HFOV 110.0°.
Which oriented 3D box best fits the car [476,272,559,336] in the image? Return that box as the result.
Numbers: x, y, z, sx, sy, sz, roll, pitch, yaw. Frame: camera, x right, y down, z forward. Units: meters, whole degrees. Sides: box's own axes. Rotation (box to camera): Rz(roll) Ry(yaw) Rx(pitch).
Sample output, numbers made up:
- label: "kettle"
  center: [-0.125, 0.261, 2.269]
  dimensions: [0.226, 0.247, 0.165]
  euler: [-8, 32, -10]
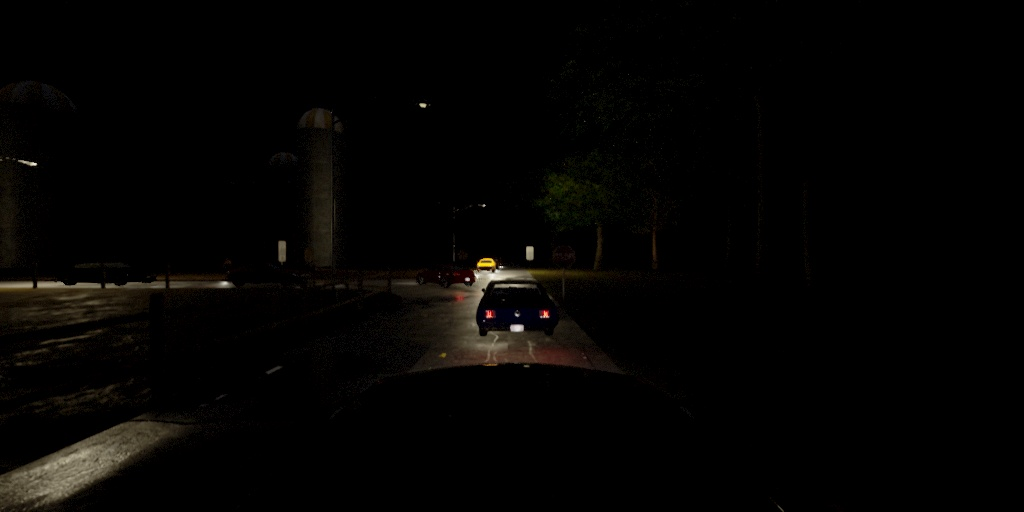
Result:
- label: "car"
  center: [0.060, 1.309, 10.200]
  dimensions: [1.895, 1.301, 4.718]
  euler: [0, 0, -2]

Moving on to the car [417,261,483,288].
- label: "car"
  center: [-4.167, 1.167, 22.495]
  dimensions: [1.812, 1.442, 4.674]
  euler: [0, 1, -43]

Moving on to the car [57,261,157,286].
- label: "car"
  center: [-25.540, 1.067, 22.724]
  dimensions: [5.008, 1.535, 1.882]
  euler: [0, 1, 0]

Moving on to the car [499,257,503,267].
- label: "car"
  center: [-2.823, 1.080, 50.339]
  dimensions: [2.128, 1.511, 4.902]
  euler: [0, 0, 0]

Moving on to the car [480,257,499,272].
- label: "car"
  center: [-2.836, 1.071, 40.311]
  dimensions: [1.882, 1.535, 5.008]
  euler: [0, 0, 0]

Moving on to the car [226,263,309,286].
- label: "car"
  center: [-15.495, 1.138, 22.842]
  dimensions: [4.674, 1.442, 1.812]
  euler: [0, 1, -2]

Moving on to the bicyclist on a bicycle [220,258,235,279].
- label: "bicyclist on a bicycle"
  center: [-22.734, 1.005, 28.721]
  dimensions: [0.582, 1.620, 1.656]
  euler: [0, 0, 0]

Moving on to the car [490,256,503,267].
- label: "car"
  center: [-2.757, 0.960, 64.397]
  dimensions: [2.097, 1.767, 4.553]
  euler: [0, 0, 1]
